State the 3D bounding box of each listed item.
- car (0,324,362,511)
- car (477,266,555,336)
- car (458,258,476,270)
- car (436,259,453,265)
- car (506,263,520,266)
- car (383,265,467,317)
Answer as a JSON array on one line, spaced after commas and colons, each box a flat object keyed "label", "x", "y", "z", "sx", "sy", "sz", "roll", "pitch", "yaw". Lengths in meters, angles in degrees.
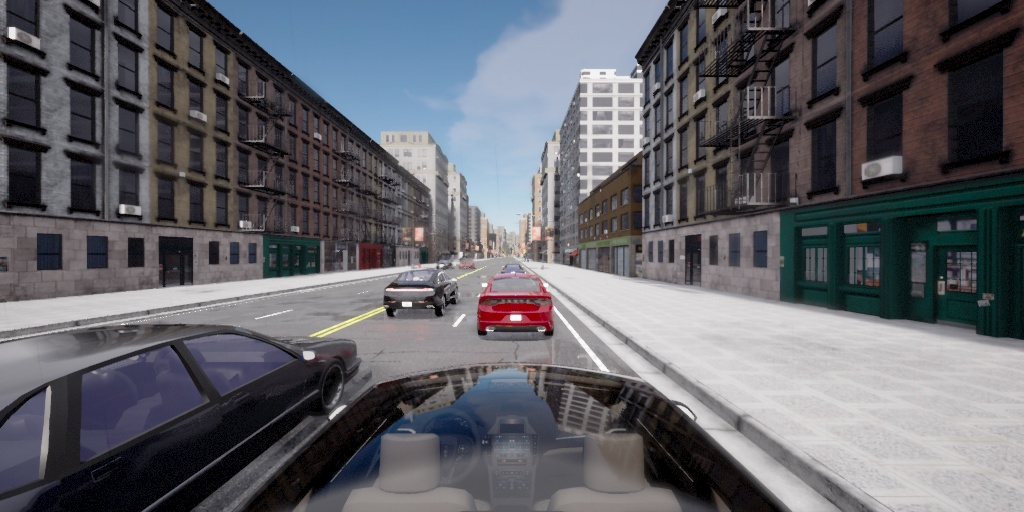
[{"label": "car", "x": -3.145, "y": 1.297, "z": 2.893, "sx": 2.033, "sy": 1.411, "sz": 5.357, "roll": 0, "pitch": 0, "yaw": 0}, {"label": "car", "x": 0.093, "y": 1.227, "z": 10.475, "sx": 1.882, "sy": 1.535, "sz": 5.008, "roll": 0, "pitch": 0, "yaw": 0}, {"label": "car", "x": -6.592, "y": 1.115, "z": 52.722, "sx": 2.097, "sy": 1.767, "sz": 4.553, "roll": 0, "pitch": 0, "yaw": 0}, {"label": "car", "x": -9.843, "y": 1.257, "z": 52.560, "sx": 2.128, "sy": 1.511, "sz": 4.902, "roll": 0, "pitch": 0, "yaw": 0}, {"label": "car", "x": 0.082, "y": 1.319, "z": 30.814, "sx": 1.994, "sy": 1.385, "sz": 4.181, "roll": 0, "pitch": 0, "yaw": 0}, {"label": "car", "x": -3.160, "y": 1.241, "z": 13.216, "sx": 2.128, "sy": 1.511, "sz": 4.902, "roll": 0, "pitch": 0, "yaw": 0}]
